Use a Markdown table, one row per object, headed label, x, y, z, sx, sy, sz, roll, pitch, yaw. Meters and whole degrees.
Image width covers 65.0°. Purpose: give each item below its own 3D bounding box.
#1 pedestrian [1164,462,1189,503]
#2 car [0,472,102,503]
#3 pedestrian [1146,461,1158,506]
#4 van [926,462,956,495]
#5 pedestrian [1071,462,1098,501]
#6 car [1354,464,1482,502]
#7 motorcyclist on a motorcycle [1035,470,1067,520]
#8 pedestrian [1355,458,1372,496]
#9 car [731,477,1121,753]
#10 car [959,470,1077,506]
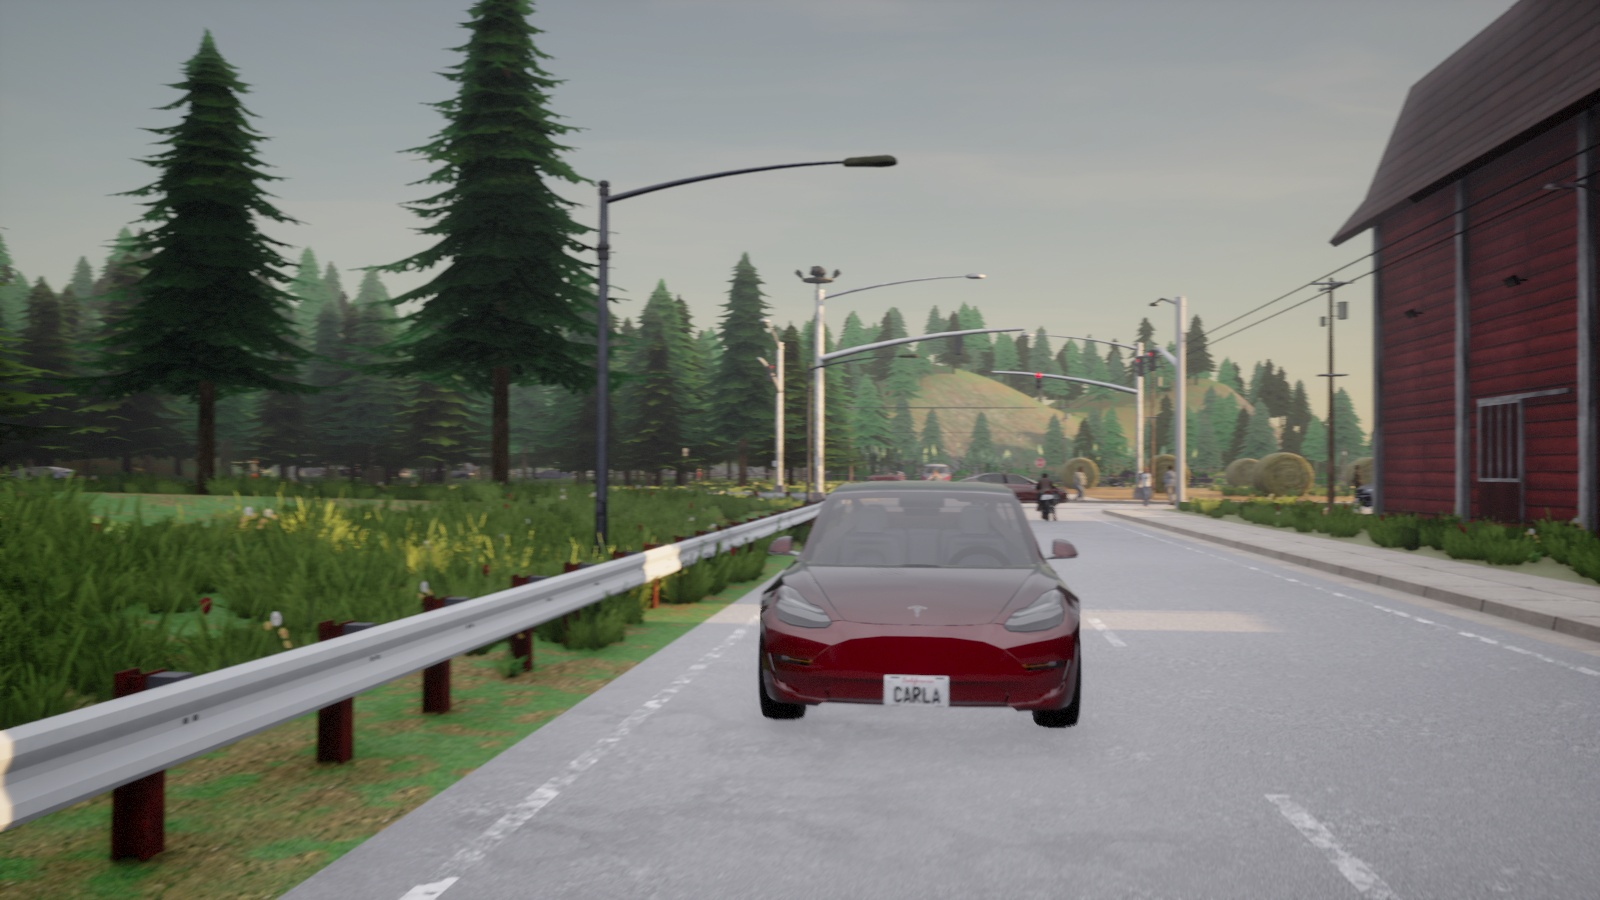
| label | x | y | z | sx | sy | sz | roll | pitch | yaw |
| --- | --- | --- | --- | --- | --- | --- | --- | --- | --- |
| pedestrian | 16.981 | 1.454 | 56.664 | 0.874 | 1.855 | 0.900 | 0 | -1 | 2 |
| car | -37.529 | 1.833 | 62.224 | 4.792 | 1.488 | 2.163 | 0 | -1 | 7 |
| pedestrian | 14.505 | 1.381 | 51.767 | 0.354 | 1.836 | 0.706 | 0 | -1 | 4 |
| van | 8.804 | 1.788 | 78.378 | 1.775 | 1.987 | 4.442 | 0 | -1 | 7 |
| pedestrian | 13.774 | 1.518 | 60.771 | 0.874 | 1.855 | 0.900 | 1 | -1 | -39 |
| car | 27.363 | 1.460 | 55.722 | 4.611 | 1.667 | 2.242 | 0 | -1 | 6 |
| motorcyclist on a motorcycle | 7.925 | 1.408 | 39.698 | 0.797 | 1.523 | 2.044 | 0 | -1 | 6 |
| pedestrian | 29.256 | 1.407 | 65.193 | 0.395 | 1.930 | 0.692 | 0 | -1 | -31 |
| car | 0.954 | 0.960 | 9.398 | 2.163 | 1.488 | 4.792 | 0 | -1 | 6 |
| car | 9.301 | 1.634 | 53.926 | 4.792 | 1.488 | 2.163 | 0 | -1 | 5 |
